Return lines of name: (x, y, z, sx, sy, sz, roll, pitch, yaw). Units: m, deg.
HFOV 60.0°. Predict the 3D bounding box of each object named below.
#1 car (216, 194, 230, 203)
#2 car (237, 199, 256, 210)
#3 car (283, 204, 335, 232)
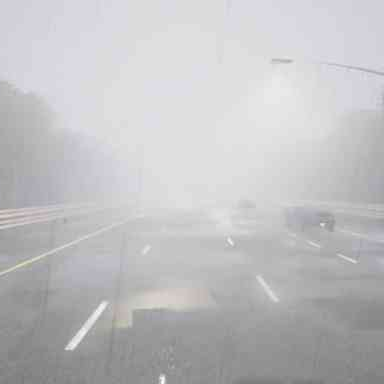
car: (7.059, 1.402, 73.008, 2.097, 1.767, 4.553, 0, 0, 0)
car: (6.985, 1.560, 42.927, 2.033, 1.411, 5.357, 0, 0, 0)
car: (6.990, 1.506, 20.214, 1.837, 1.490, 4.892, 0, 0, 0)
